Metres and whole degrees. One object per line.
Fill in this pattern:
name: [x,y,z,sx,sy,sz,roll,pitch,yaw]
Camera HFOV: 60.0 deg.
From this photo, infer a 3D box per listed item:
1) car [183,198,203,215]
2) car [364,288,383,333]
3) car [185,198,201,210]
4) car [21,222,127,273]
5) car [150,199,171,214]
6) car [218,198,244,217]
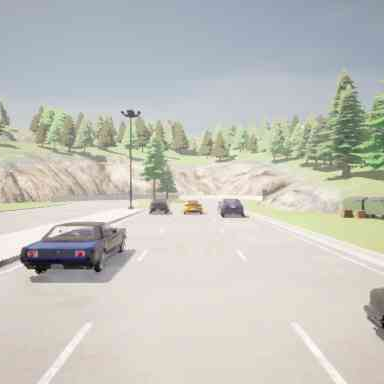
car: [0.096,1.477,34.635,1.882,1.535,5.008,0,0,0]
car: [3.599,1.547,2.717,2.033,1.411,5.357,0,0,0]
car: [0.138,1.547,44.454,2.033,1.411,5.357,0,0,1]
car: [-3.400,1.601,10.637,1.895,1.301,4.718,0,0,0]
car: [-3.399,1.501,35.625,1.837,1.490,4.892,0,-1,0]
car: [3.600,1.351,31.379,2.097,1.767,4.553,0,0,0]
